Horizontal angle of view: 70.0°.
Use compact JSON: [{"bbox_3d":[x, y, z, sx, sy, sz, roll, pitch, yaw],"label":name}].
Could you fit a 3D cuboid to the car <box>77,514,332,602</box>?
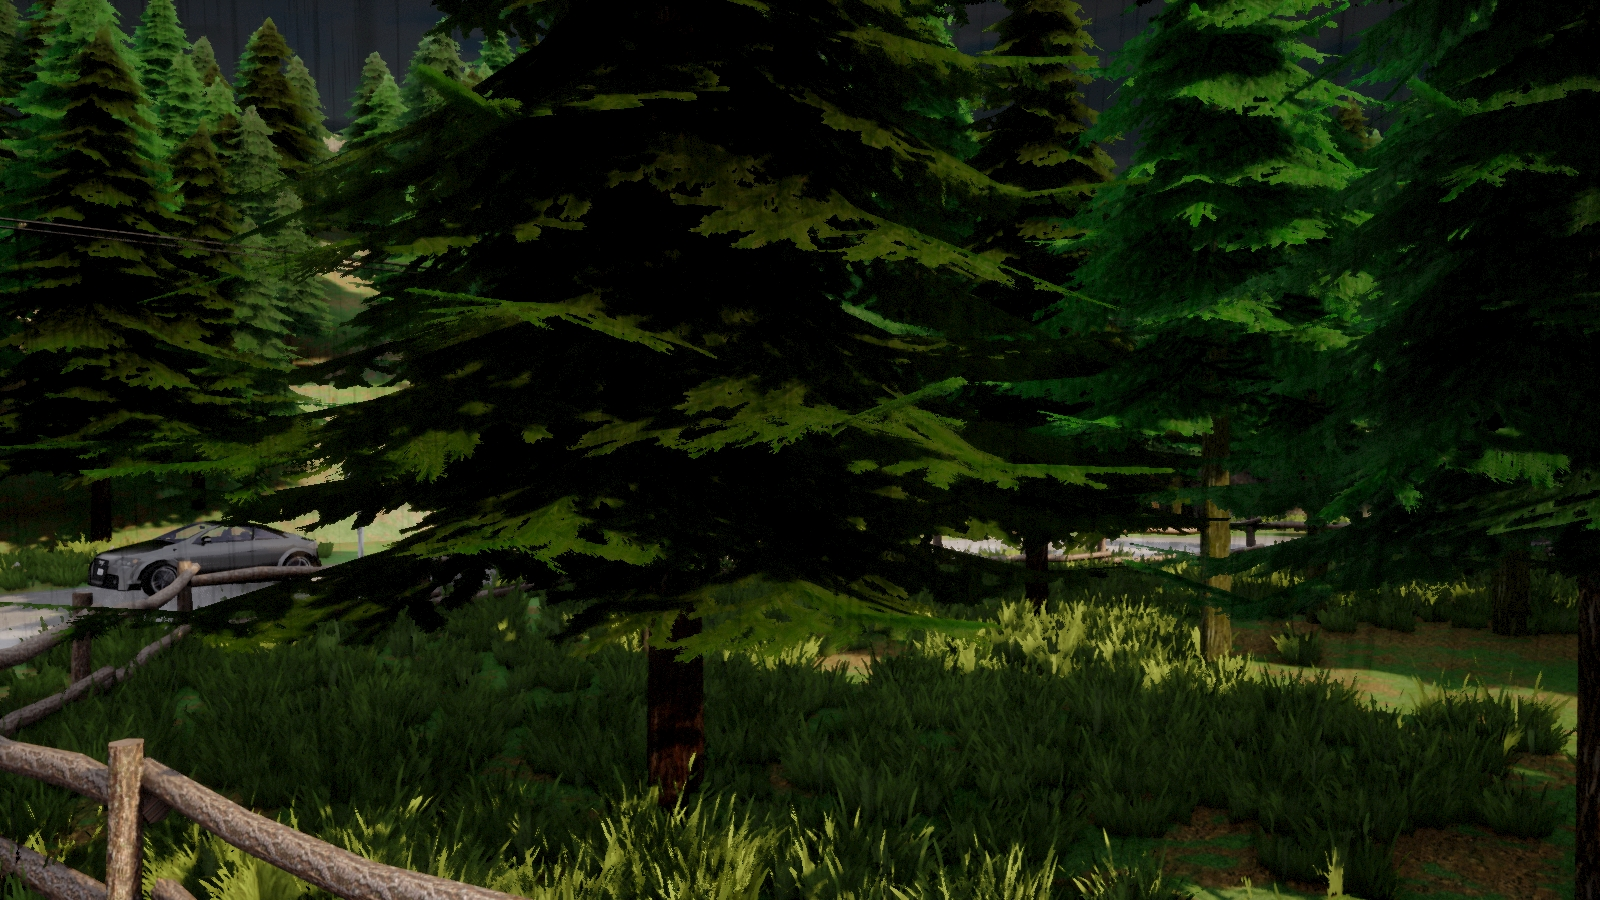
[{"bbox_3d":[-12.055,2.119,23.321,1.994,1.385,4.181,0,0,41],"label":"car"}]
